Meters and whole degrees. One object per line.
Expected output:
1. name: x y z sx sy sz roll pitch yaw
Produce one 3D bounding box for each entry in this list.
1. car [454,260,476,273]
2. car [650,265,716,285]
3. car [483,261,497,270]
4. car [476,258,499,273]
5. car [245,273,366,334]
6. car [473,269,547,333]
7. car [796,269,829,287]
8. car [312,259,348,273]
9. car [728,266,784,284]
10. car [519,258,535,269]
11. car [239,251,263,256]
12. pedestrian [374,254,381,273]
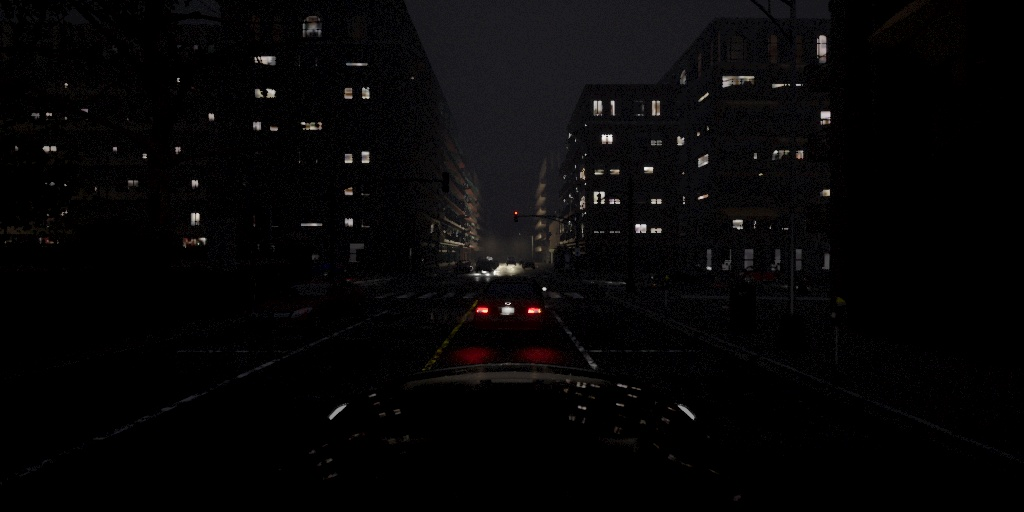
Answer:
1. car: -5.794 1.188 42.958 1.967 1.591 4.097 0 0 0
2. car: 13.700 1.502 28.790 4.902 1.511 2.128 1 0 -1
3. car: -3.211 1.350 53.185 1.895 1.301 4.718 0 0 0
4. car: -3.175 1.296 43.235 2.033 1.411 5.357 0 0 4
5. car: -5.710 1.331 10.547 1.802 1.307 4.207 0 0 0
6. car: 0.056 1.297 10.759 2.033 1.411 5.357 0 0 3
7. car: 25.534 1.766 28.964 5.357 1.411 2.033 1 0 -1
8. car: -15.681 0.965 28.356 5.008 1.535 1.882 1 0 -1
9. car: 21.305 1.571 31.465 4.097 1.591 1.967 0 0 -1
10. car: 2.556 1.299 54.252 2.007 1.370 4.403 0 0 0
11. car: -17.597 0.694 25.126 5.566 2.045 2.150 1 0 -1
12. pedestrian: -12.794 0.652 33.932 0.375 1.860 0.375 0 -1 -1
